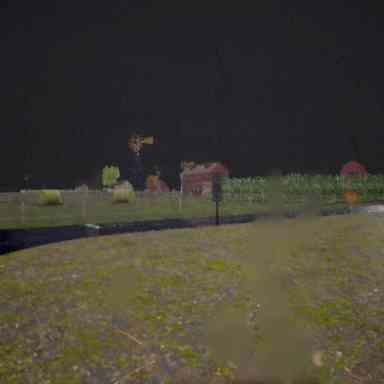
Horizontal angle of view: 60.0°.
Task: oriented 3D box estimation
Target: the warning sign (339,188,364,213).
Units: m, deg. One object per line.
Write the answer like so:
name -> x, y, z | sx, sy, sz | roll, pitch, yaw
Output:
warning sign -> 12.166, 0.622, 25.349 | 1.060, 1.860, 1.300 | 0, -1, -34
